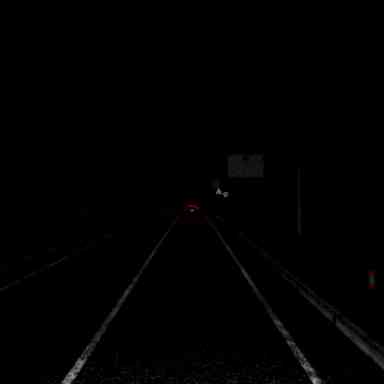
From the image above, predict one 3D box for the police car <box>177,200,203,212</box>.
[{"bbox_3d":[0.028,1.380,28.726,2.038,1.542,4.974,0,-1,0],"label":"police car"}]
